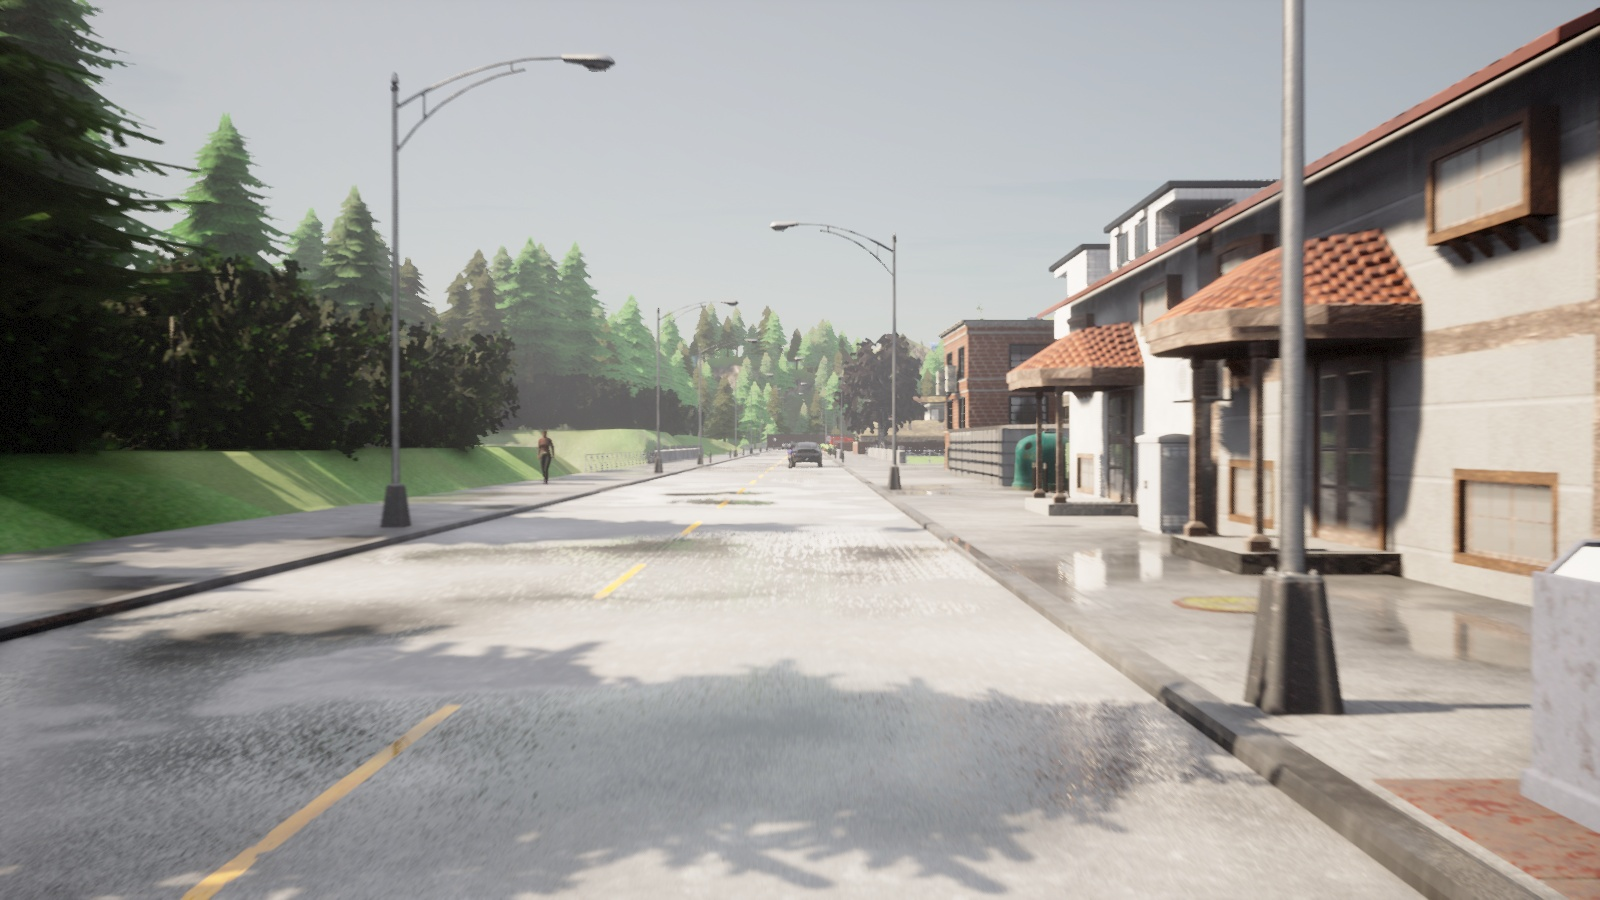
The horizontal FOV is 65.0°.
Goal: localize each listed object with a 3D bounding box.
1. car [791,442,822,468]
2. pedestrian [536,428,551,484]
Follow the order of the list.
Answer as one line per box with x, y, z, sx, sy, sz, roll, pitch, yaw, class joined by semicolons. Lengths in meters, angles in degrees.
0.414;0.274;76.550;1.837;1.490;4.892;0;1;0;car
-8.280;0.194;40.572;0.328;1.805;0.869;0;0;0;pedestrian
